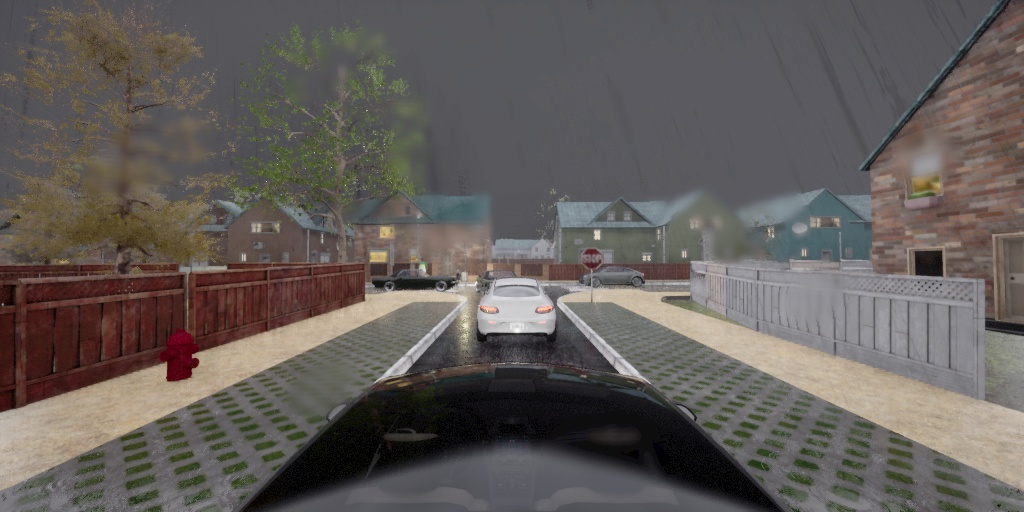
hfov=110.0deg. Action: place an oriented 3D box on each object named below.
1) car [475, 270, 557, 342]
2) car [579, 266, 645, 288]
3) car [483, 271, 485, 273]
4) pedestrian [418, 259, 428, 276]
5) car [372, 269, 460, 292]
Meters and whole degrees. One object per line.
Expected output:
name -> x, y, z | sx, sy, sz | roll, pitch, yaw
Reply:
car -> 0.103, 1.280, 9.694 | 1.812, 1.442, 4.674 | 0, 0, 0
car -> 6.539, 1.344, 23.688 | 4.181, 1.385, 1.994 | 0, -1, 1
car -> -0.756, 1.366, 18.512 | 1.895, 1.301, 4.718 | 0, -1, -12
pedestrian -> -6.701, 1.119, 26.783 | 0.375, 1.860, 0.375 | 0, -1, 1
car -> -5.482, 1.416, 20.897 | 4.718, 1.301, 1.895 | -1, -1, 1
